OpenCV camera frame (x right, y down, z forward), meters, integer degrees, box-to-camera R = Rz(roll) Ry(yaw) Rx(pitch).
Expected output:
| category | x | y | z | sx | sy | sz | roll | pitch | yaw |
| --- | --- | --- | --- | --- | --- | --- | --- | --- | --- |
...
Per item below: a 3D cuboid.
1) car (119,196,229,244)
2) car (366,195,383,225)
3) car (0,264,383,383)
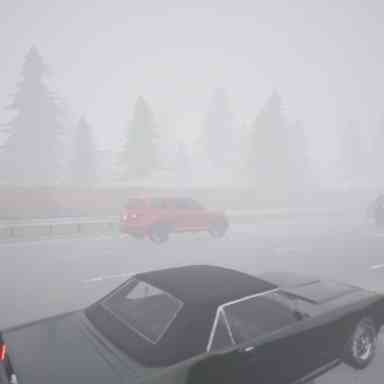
| category | x | y | z | sx | sy | sz | roll | pitch | yaw |
| --- | --- | --- | --- | --- | --- | --- | --- | --- | --- |
| car | -0.753 | 1.211 | 16.105 | 5.566 | 2.045 | 2.150 | 0 | 0 | -36 |
| car | 14.580 | 1.191 | 22.744 | 5.566 | 2.045 | 2.150 | 0 | 0 | -35 |
| car | 0.422 | 1.598 | 4.046 | 4.718 | 1.301 | 1.895 | 0 | 0 | -36 |
